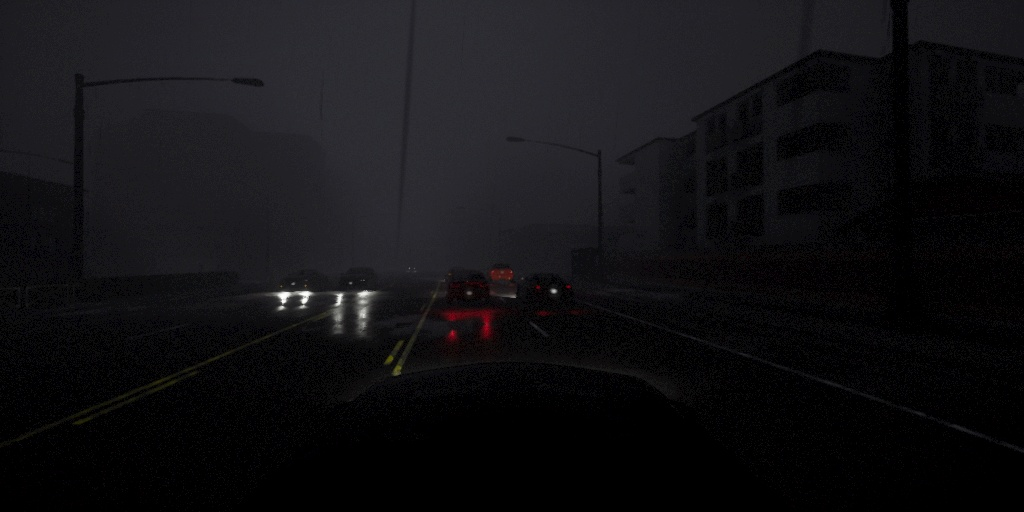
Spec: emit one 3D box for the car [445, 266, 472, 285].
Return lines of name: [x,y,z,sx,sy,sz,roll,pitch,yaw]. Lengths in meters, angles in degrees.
car: [-4.725,1.630,31.215,1.994,1.385,4.181,0,-1,-13]

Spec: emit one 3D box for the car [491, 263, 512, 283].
car: [-1.107,1.410,31.926,2.097,1.767,4.553,0,-1,-8]

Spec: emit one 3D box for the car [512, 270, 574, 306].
car: [1.443,1.462,16.942,1.994,1.385,4.181,0,-1,-9]

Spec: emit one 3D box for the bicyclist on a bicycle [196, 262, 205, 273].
bicyclist on a bicycle: [-39.200,1.638,45.166,0.582,1.620,1.656,0,0,-11]

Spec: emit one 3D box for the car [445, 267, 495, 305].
car: [-2.141,1.391,17.170,1.882,1.535,5.008,0,0,-9]

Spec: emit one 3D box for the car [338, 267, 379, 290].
car: [-10.678,1.534,25.215,1.837,1.490,4.892,0,-1,-10]

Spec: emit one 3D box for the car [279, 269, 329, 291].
car: [-14.116,1.597,24.552,1.994,1.385,4.181,0,-1,-10]
